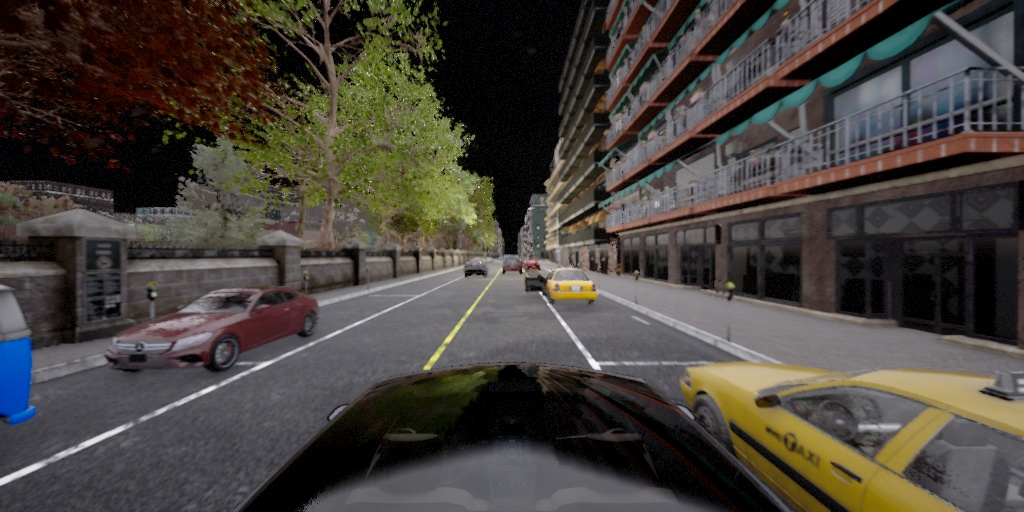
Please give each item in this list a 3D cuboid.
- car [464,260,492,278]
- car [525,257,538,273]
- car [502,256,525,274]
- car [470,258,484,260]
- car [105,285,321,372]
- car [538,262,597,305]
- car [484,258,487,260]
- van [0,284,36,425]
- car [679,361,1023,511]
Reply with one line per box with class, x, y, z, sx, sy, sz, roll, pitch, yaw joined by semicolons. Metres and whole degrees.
car;-3.090;1.248;31.943;1.895;1.301;4.718;0;0;0
car;2.701;1.148;46.957;1.888;1.381;4.507;0;0;0
car;0.045;0.978;39.021;2.097;1.767;4.553;0;0;1
car;-5.678;1.029;52.589;1.967;1.591;4.097;0;0;0
car;-5.688;1.311;7.546;1.802;1.307;4.207;0;0;0
car;2.353;1.157;15.754;1.801;1.575;5.366;0;0;0
car;-5.677;1.015;58.217;1.967;1.591;4.097;0;0;0
van;-5.689;1.091;1.916;1.690;1.789;3.998;0;0;0
car;2.692;1.275;2.085;1.751;1.417;4.829;0;0;0
